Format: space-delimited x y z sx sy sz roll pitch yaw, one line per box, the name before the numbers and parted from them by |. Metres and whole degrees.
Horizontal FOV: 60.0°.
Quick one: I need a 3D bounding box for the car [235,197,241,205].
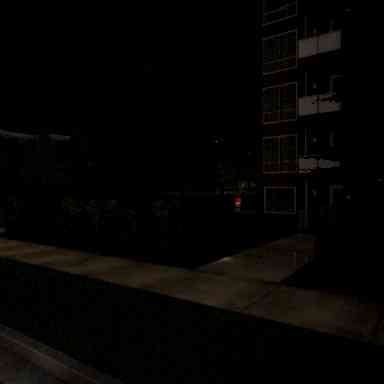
car | 9.336 1.478 58.051 1.882 1.535 5.008 0 0 36
